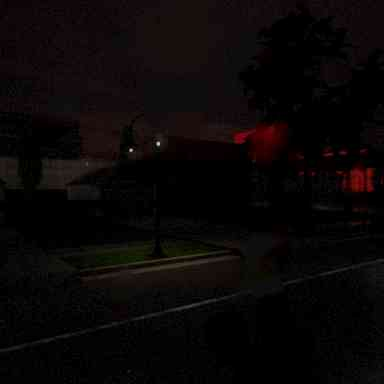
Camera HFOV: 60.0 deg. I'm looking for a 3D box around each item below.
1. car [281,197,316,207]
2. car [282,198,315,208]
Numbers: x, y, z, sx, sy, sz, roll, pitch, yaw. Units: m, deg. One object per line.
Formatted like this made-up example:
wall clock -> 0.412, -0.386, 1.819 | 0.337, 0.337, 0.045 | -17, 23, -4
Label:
car -> 17.129, 1.616, 53.929 | 2.033, 1.411, 5.357 | 0, 0, -33
car -> 15.861, 1.663, 49.501 | 1.895, 1.301, 4.718 | 0, 0, -33
